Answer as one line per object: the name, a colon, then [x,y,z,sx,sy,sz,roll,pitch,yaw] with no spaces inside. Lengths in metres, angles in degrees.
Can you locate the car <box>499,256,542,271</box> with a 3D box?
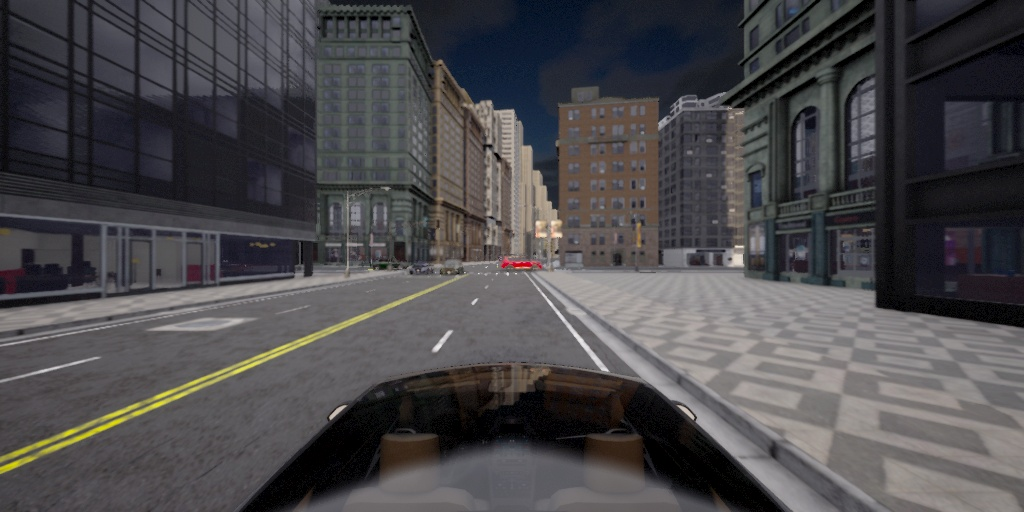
car: [1.252,1.049,48.204,5.566,2.045,2.150,0,0,0]

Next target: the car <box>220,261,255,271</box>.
car: [-37.335,1.371,48.034,4.718,1.301,1.895,0,0,0]

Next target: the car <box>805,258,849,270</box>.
car: [42.974,1.287,48.384,4.892,1.490,1.837,0,0,0]

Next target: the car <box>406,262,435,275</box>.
car: [-9.763,1.348,39.206,1.994,1.385,4.181,0,0,0]

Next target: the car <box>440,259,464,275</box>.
car: [-6.513,1.140,39.330,2.097,1.767,4.553,0,0,0]

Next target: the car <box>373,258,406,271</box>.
car: [-16.130,1.097,48.127,4.553,1.767,2.097,0,0,0]
